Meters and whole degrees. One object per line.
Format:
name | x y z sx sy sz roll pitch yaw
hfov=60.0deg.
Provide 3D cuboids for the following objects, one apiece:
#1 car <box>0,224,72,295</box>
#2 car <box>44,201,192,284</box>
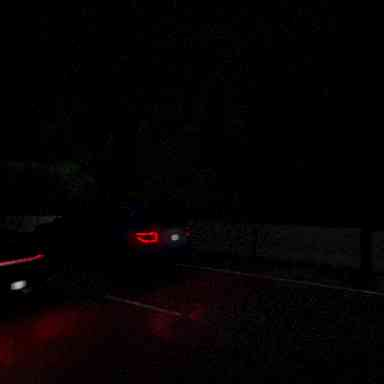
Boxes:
car | -5.254 1.566 7.665 4.902 1.511 2.128 -1 0 35
car | -2.624 1.288 10.095 5.566 2.045 2.150 -1 0 35
